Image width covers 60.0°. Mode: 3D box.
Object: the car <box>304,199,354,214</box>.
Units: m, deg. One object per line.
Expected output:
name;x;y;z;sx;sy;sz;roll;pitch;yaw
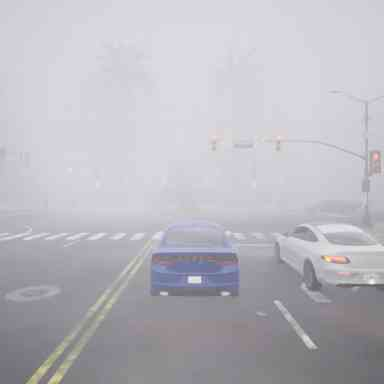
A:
car;14.018;1.504;34.131;4.892;1.490;1.837;0;0;0

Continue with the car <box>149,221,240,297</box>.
car;0.062;1.478;8.650;1.882;1.535;5.008;0;0;0

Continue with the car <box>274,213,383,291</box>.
car;3.563;1.526;8.901;1.812;1.442;4.674;0;0;0
